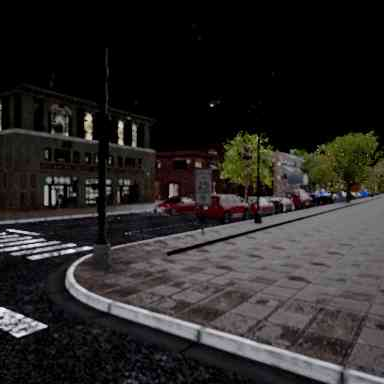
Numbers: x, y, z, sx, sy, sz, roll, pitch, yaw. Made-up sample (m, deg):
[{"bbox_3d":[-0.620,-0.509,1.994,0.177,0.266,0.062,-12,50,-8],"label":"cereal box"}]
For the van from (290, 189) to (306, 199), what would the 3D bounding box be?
[{"bbox_3d":[20.331,0.422,63.798,1.690,1.788,3.998,2,2,34],"label":"van"}]

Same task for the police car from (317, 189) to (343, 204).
[{"bbox_3d":[19.313,0.801,46.733,1.930,1.638,5.238,1,1,34],"label":"police car"}]

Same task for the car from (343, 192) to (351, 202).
[{"bbox_3d":[23.175,0.644,52.402,2.097,1.767,4.553,1,1,34],"label":"car"}]

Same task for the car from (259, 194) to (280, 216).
[{"bbox_3d":[5.308,1.106,27.073,1.967,1.590,4.097,2,2,34],"label":"car"}]

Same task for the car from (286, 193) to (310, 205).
[{"bbox_3d":[14.464,0.912,45.105,1.812,1.442,4.674,1,1,35],"label":"car"}]

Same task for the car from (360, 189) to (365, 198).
[{"bbox_3d":[33.612,0.573,68.358,1.752,1.417,4.829,2,2,34],"label":"car"}]

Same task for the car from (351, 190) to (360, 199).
[{"bbox_3d":[30.380,0.702,63.648,1.802,1.307,4.206,2,2,34],"label":"car"}]

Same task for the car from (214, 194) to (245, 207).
[{"bbox_3d":[4.656,0.988,40.946,1.947,1.339,4.313,2,2,34],"label":"car"}]

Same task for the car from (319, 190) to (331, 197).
[{"bbox_3d":[32.864,0.353,82.089,2.008,1.369,4.403,2,2,34],"label":"car"}]

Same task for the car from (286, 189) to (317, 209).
[{"bbox_3d":[11.579,0.846,36.214,2.192,1.841,5.009,2,2,34],"label":"car"}]

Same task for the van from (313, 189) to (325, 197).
[{"bbox_3d":[29.733,0.213,77.512,1.690,1.788,3.998,2,2,34],"label":"van"}]

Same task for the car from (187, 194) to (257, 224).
[{"bbox_3d":[2.176,1.048,22.498,2.192,1.841,5.009,2,2,34],"label":"car"}]

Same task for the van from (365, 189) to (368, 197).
[{"bbox_3d":[39.787,0.252,77.357,1.690,1.788,3.998,2,2,34],"label":"van"}]

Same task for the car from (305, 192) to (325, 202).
[{"bbox_3d":[19.464,0.802,52.497,1.812,1.442,4.674,1,1,34],"label":"car"}]

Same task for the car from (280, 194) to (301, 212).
[{"bbox_3d":[8.441,1.149,31.648,2.008,1.369,4.403,2,2,34],"label":"car"}]

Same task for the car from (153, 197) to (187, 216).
[{"bbox_3d":[-1.219,1.153,27.811,1.812,1.442,4.674,1,1,34],"label":"car"}]

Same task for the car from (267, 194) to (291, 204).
[{"bbox_3d":[12.557,0.934,47.774,1.895,1.301,4.718,1,1,35],"label":"car"}]
